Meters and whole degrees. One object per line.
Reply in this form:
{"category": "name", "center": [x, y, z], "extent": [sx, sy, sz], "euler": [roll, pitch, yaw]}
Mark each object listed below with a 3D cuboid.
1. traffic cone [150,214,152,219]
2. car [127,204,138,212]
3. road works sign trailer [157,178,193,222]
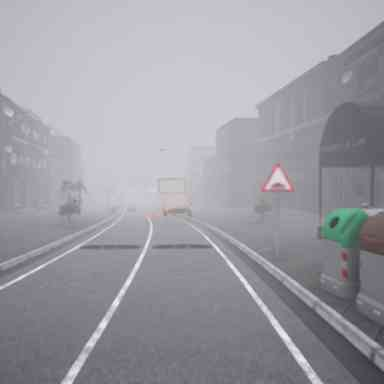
{"category": "traffic cone", "center": [-4.216, 2.499, 34.349], "extent": [0.340, 0.580, 0.340], "euler": [0, -2, -9]}
{"category": "car", "center": [-11.622, 3.090, 64.741], "extent": [1.837, 1.490, 4.892], "euler": [0, 1, -10]}
{"category": "road works sign trailer", "center": [-1.588, 0.549, 27.756], "extent": [2.380, 3.560, 2.880], "euler": [-2, -22, -18]}
